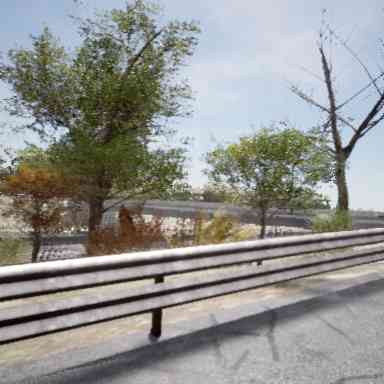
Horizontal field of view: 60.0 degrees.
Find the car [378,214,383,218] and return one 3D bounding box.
[{"bbox_3d":[32.014,3.865,52.465,4.674,1.442,1.812,3,-2,18],"label":"car"}]
